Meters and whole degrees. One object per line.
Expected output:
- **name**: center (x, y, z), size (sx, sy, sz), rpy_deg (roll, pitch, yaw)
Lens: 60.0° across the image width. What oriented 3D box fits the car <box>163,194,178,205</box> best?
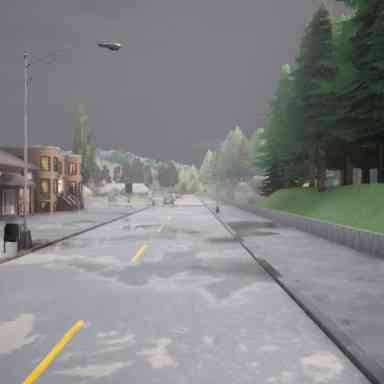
- **car**: center (-4.000, 1.519, 57.940), size (2.128, 1.511, 4.902), rpy_deg (0, 0, 0)
